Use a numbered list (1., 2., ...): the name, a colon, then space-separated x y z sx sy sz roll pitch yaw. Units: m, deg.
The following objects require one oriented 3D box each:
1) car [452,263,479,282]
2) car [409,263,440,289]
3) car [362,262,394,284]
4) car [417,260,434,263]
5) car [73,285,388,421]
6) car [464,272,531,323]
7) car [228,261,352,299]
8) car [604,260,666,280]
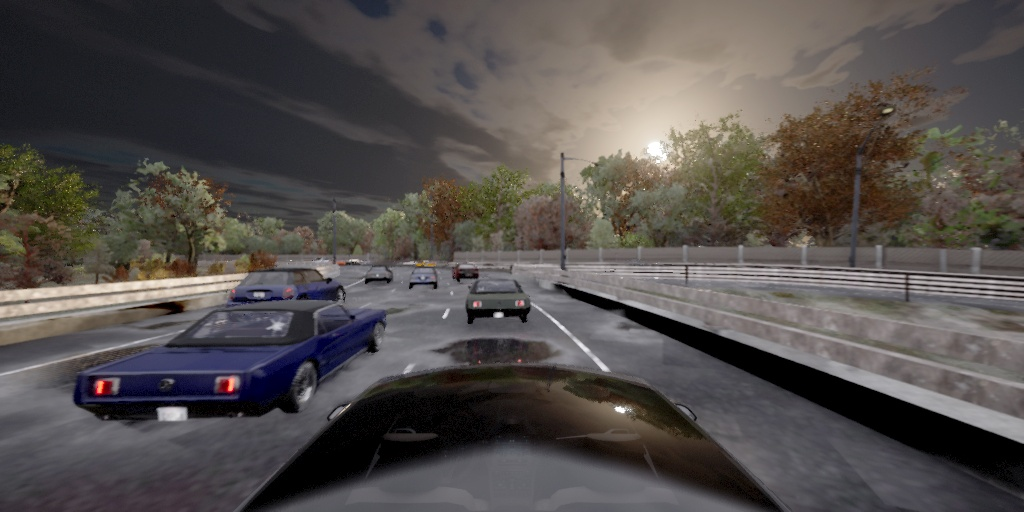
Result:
1. car: -4.128 1.370 31.416 1.882 1.535 5.008 0 0 -15
2. car: -5.989 1.421 24.603 2.033 1.411 5.357 0 0 -11
3. car: -10.866 1.480 29.515 1.994 1.385 4.181 0 0 -15
4. car: -13.496 1.343 55.462 1.882 1.535 5.008 0 0 -35
5. car: -3.638 1.386 5.985 1.895 1.301 4.718 0 0 -2
6. car: -0.586 1.398 12.392 1.895 1.301 4.718 0 0 -5
7. car: -7.684 1.183 12.726 2.097 1.767 4.553 0 0 -6
8. car: 10.377 1.128 30.552 5.008 1.535 1.882 0 0 36
